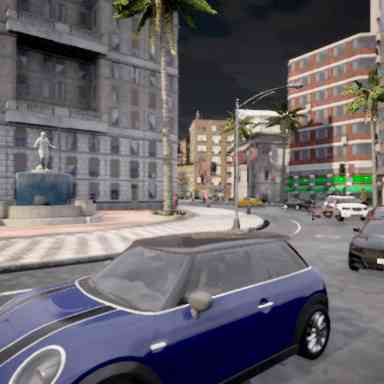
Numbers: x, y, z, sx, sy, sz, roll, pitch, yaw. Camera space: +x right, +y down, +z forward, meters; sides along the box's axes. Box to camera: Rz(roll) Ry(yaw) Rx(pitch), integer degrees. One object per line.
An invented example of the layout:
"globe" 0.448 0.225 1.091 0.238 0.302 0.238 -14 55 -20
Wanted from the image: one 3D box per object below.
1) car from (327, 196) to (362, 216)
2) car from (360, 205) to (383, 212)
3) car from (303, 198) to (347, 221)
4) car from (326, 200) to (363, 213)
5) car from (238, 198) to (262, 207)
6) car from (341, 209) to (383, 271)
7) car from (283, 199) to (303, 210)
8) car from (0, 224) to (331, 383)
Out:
"car" 13.577 1.389 29.680 2.150 2.045 5.566 0 0 4
"car" 11.328 1.647 19.437 1.812 1.442 4.674 0 0 19
"car" 9.590 1.336 24.353 1.994 1.385 4.181 0 0 12
"car" 19.407 1.766 42.537 1.812 1.442 4.674 0 0 -12
"car" 9.787 1.719 56.940 1.882 1.535 5.008 0 0 -35
"car" 6.428 1.545 10.640 1.882 1.535 5.008 0 0 37
"car" 14.689 1.735 46.497 1.837 1.490 4.892 0 0 -17
"car" -0.201 1.365 4.256 4.553 1.767 2.097 0 0 -39
